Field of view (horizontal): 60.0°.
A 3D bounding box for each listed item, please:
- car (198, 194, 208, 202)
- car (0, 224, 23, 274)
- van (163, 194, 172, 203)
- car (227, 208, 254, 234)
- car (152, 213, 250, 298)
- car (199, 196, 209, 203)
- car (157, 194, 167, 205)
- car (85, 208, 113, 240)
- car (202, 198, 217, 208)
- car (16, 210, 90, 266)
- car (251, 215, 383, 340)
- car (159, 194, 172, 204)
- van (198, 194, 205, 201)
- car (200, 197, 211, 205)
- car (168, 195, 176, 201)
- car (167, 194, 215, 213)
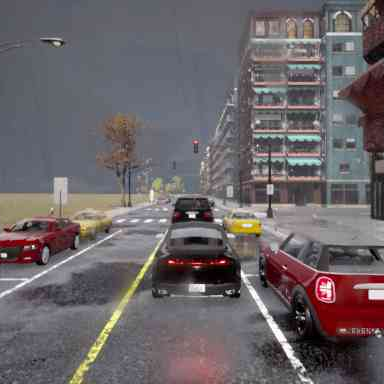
[{"bbox_3d":[2.521,1.337,78.441,2.192,1.841,5.009,1,0,0],"label":"car"},{"bbox_3d":[-5.311,1.552,6.116,2.008,1.369,4.403,1,0,0],"label":"car"},{"bbox_3d":[-5.355,1.361,72.284,1.690,1.788,3.998,1,0,0],"label":"van"},{"bbox_3d":[2.562,1.529,17.791,1.752,1.417,4.829,1,0,0],"label":"car"},{"bbox_3d":[0.093,1.507,8.491,1.837,1.490,4.892,0,0,0],"label":"car"},{"bbox_3d":[2.523,1.585,72.780,1.947,1.339,4.313,1,0,0],"label":"car"},{"bbox_3d":[-5.348,1.456,60.975,1.967,1.590,4.097,1,0,0],"label":"car"},{"bbox_3d":[-5.318,1.529,17.019,1.752,1.417,4.829,1,0,0],"label":"car"},{"bbox_3d":[2.539,1.564,50.136,2.008,1.369,4.403,1,0,0],"label":"car"},{"bbox_3d":[-5.314,1.547,11.653,1.887,1.381,4.507,1,0,0],"label":"car"},{"bbox_3d":[2.571,1.441,6.532,1.967,1.590,4.097,1,0,0],"label":"car"},{"bbox_3d":[-5.350,1.333,66.630,2.192,1.841,5.009,1,0,0],"label":"car"},{"bbox_3d":[2.513,1.367,89.763,1.690,1.788,3.998,1,0,0],"label":"van"},{"bbox_3d":[2.530,1.598,61.458,1.802,1.307,4.206,1,0,0],"label":"car"},{"bbox_3d":[-5.369,1.607,89.246,1.802,1.307,4.206,1,0,0],"label":"car"},{"bbox_3d":[0.068,1.226,18.345,2.150,2.045,5.566,0,0,1],"label":"car"}]
